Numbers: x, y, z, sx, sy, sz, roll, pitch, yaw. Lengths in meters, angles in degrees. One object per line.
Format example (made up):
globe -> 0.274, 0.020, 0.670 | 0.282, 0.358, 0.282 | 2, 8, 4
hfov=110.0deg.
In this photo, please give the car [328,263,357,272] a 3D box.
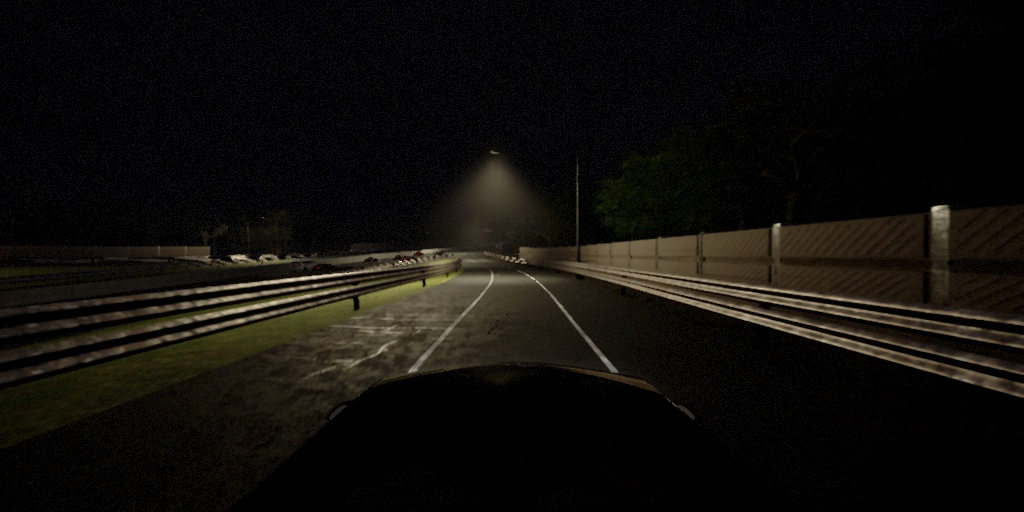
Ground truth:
car -> -27.418, 2.016, 58.841 | 1.895, 1.301, 4.718 | 0, 3, 8
